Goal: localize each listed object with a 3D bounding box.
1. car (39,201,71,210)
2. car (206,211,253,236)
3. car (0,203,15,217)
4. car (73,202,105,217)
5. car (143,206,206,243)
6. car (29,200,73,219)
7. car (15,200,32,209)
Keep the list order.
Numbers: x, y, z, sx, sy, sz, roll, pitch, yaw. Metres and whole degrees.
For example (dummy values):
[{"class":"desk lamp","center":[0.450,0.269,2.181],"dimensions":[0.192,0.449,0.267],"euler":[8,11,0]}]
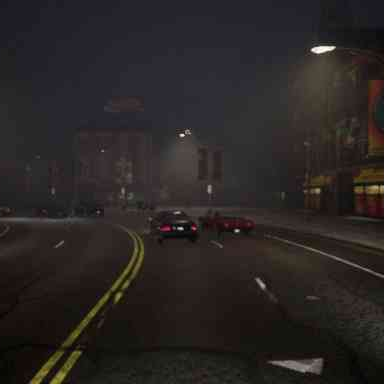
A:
[{"class":"car","center":[-20.510,1.977,49.880],"dimensions":[4.718,1.301,1.895],"euler":[0,-1,30]},{"class":"car","center":[1.781,1.751,19.540],"dimensions":[1.895,1.301,4.718],"euler":[0,0,-15]},{"class":"car","center":[-20.294,1.859,33.543],"dimensions":[4.718,1.301,1.895],"euler":[0,-1,35]},{"class":"car","center":[-10.909,1.771,34.739],"dimensions":[1.837,1.490,4.892],"euler":[1,-1,-43]},{"class":"car","center":[-1.086,1.679,17.069],"dimensions":[2.033,1.411,5.357],"euler":[0,0,-13]},{"class":"car","center":[-13.811,1.775,32.499],"dimensions":[4.674,1.442,1.812],"euler":[0,-1,45]},{"class":"car","center":[-25.816,1.919,52.045],"dimensions":[4.674,1.452,2.002],"euler":[0,0,20]}]
